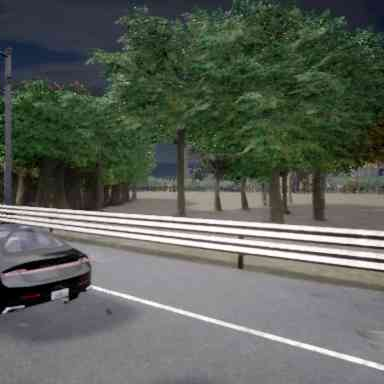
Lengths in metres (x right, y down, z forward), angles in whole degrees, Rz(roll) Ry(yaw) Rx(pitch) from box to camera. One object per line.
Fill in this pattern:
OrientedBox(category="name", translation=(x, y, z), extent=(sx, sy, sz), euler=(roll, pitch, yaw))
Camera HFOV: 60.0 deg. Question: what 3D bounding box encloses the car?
OrientedBox(category="car", translation=(-4.113, 1.448, 6.925), extent=(4.902, 1.511, 2.128), euler=(0, 0, 37))
